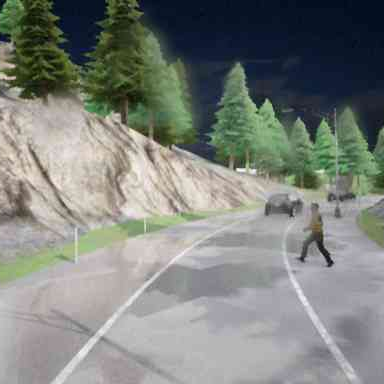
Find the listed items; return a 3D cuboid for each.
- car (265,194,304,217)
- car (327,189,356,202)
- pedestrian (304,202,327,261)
[{"bbox_3d":[7.238,0.917,25.848,2.097,1.767,4.553,-2,1,30],"label":"car"},{"bbox_3d":[17.589,0.409,39.123,4.674,1.442,1.812,-3,-1,-41],"label":"car"},{"bbox_3d":[3.571,1.198,9.620,0.375,1.860,0.375,3,-3,12],"label":"pedestrian"}]
